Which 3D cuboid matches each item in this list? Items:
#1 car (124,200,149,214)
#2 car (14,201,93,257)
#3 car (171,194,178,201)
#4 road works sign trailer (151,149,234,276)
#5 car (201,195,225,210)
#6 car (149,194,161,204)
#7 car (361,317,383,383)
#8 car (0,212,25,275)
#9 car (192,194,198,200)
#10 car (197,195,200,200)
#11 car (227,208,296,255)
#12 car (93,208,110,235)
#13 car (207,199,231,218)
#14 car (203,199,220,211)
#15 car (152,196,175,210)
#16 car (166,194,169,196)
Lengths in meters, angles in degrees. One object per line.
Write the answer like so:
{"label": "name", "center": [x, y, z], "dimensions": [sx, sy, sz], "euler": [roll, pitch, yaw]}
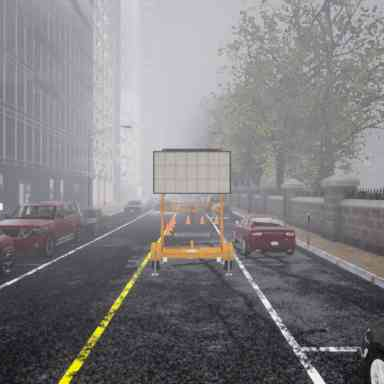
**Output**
{"label": "car", "center": [-6.023, 1.515, 35.323], "dimensions": [1.947, 1.339, 4.313], "euler": [0, 0, -1]}
{"label": "car", "center": [-5.830, 1.310, 13.015], "dimensions": [2.192, 1.841, 5.009], "euler": [0, 0, 0]}
{"label": "car", "center": [-4.384, 1.272, 80.794], "dimensions": [1.882, 1.535, 5.008], "euler": [0, 0, -2]}
{"label": "road works sign trailer", "center": [0.002, 0.461, 10.350], "dimensions": [2.380, 3.560, 2.880], "euler": [0, 0, 0]}
{"label": "car", "center": [2.508, 1.266, 35.292], "dimensions": [2.192, 1.841, 5.009], "euler": [0, 0, -2]}
{"label": "car", "center": [-6.606, 1.457, 57.563], "dimensions": [1.802, 1.307, 4.206], "euler": [0, 0, -2]}
{"label": "car", "center": [2.693, 1.551, 1.947], "dimensions": [2.008, 1.369, 4.403], "euler": [0, 0, 0]}
{"label": "car", "center": [-5.832, 1.439, 7.457], "dimensions": [1.967, 1.590, 4.097], "euler": [0, 0, 0]}
{"label": "car", "center": [1.195, 1.330, 85.313], "dimensions": [2.008, 1.369, 4.403], "euler": [0, 0, -1]}
{"label": "car", "center": [2.215, 1.465, 46.408], "dimensions": [2.008, 1.369, 4.403], "euler": [0, 0, -2]}
{"label": "car", "center": [2.695, 1.540, 13.069], "dimensions": [1.887, 1.381, 4.507], "euler": [0, 0, 0]}
{"label": "car", "center": [-5.829, 1.553, 18.577], "dimensions": [1.947, 1.339, 4.313], "euler": [0, 0, 0]}
{"label": "car", "center": [2.625, 1.548, 29.727], "dimensions": [1.802, 1.307, 4.206], "euler": [0, 0, -1]}
{"label": "car", "center": [2.361, 1.515, 40.851], "dimensions": [1.802, 1.307, 4.206], "euler": [0, 0, -2]}
{"label": "car", "center": [-3.438, 1.533, 40.876], "dimensions": [1.895, 1.301, 4.718], "euler": [0, 0, -2]}
{"label": "car", "center": [-7.187, 1.112, 79.794], "dimensions": [2.192, 1.841, 5.009], "euler": [0, 0, -2]}
